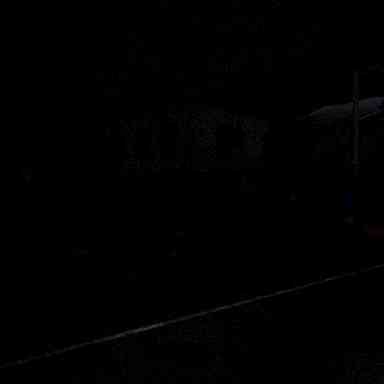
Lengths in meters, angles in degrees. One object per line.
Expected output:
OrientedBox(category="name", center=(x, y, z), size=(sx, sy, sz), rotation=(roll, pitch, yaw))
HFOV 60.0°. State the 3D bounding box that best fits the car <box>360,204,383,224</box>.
OrientedBox(category="car", center=(12.870, 1.545, 22.377), size=(1.994, 1.385, 4.181), rotation=(0, 0, -41))
